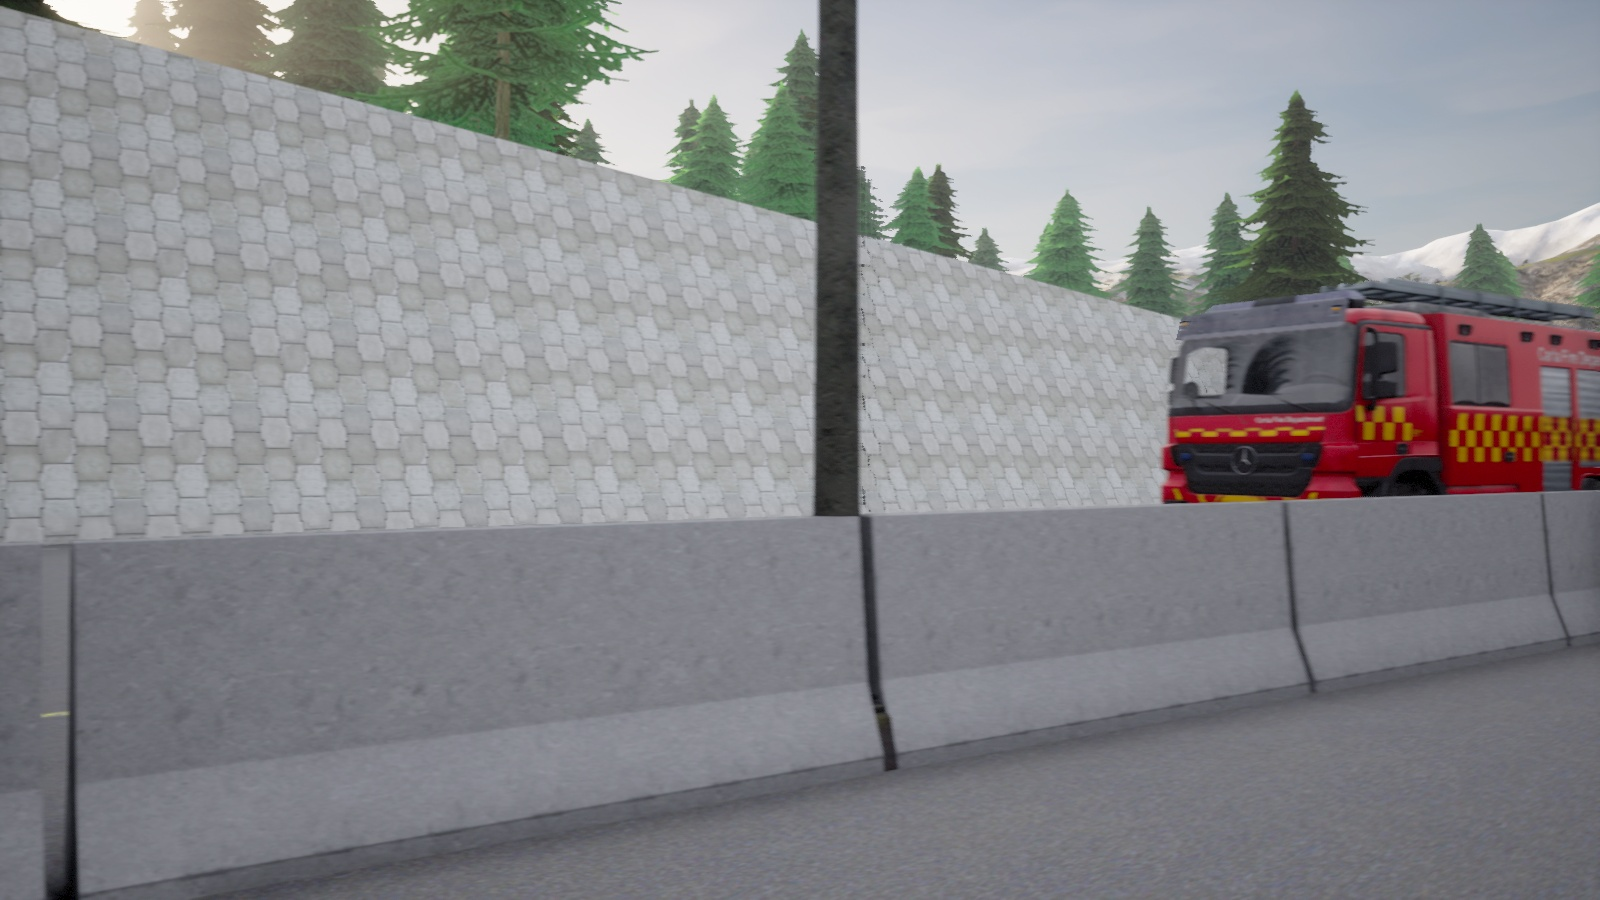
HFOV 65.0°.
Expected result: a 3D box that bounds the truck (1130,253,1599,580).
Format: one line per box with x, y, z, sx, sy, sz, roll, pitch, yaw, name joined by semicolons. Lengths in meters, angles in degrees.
8.795;-0.394;18.314;8.468;3.827;2.891;0;0;-35;truck
